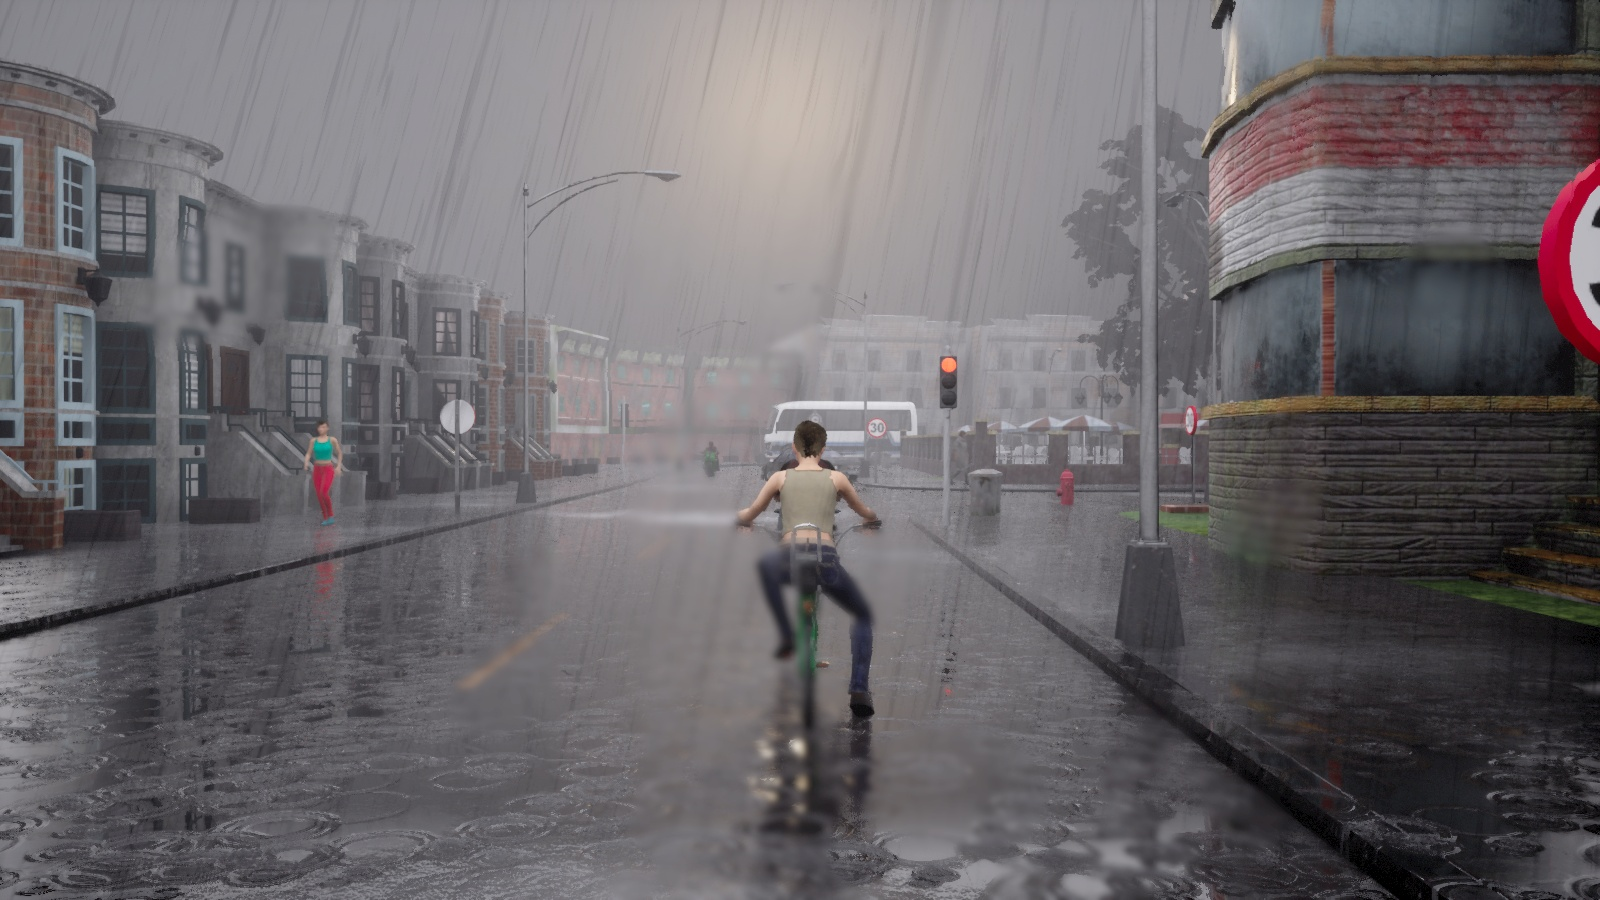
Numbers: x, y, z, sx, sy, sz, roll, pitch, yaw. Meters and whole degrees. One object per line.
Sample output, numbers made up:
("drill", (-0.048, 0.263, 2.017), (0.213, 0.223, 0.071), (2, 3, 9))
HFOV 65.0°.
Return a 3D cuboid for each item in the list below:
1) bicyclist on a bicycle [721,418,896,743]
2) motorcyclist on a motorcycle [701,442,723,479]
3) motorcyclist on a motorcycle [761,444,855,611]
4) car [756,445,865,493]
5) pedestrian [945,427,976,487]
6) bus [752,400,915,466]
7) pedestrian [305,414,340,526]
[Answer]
("bicyclist on a bicycle", (0.047, 0.644, 6.991), (0.866, 1.612, 1.509), (0, 0, 0))
("motorcyclist on a motorcycle", (-3.727, 0.424, 53.279), (0.797, 1.523, 2.044), (0, 1, 0))
("motorcyclist on a motorcycle", (0.080, 0.710, 12.643), (0.866, 1.530, 2.191), (0, 0, 0))
("car", (0.243, 0.564, 40.690), (2.033, 1.411, 5.357), (0, 0, -17))
("pedestrian", (5.309, 0.225, 41.619), (0.873, 1.952, 0.659), (0, 0, 22))
("bus", (2.152, -1.104, 83.423), (10.273, 4.253, 3.944), (0, 1, -8))
("pedestrian", (-7.936, 0.332, 20.885), (0.345, 1.836, 0.594), (0, 0, 1))
